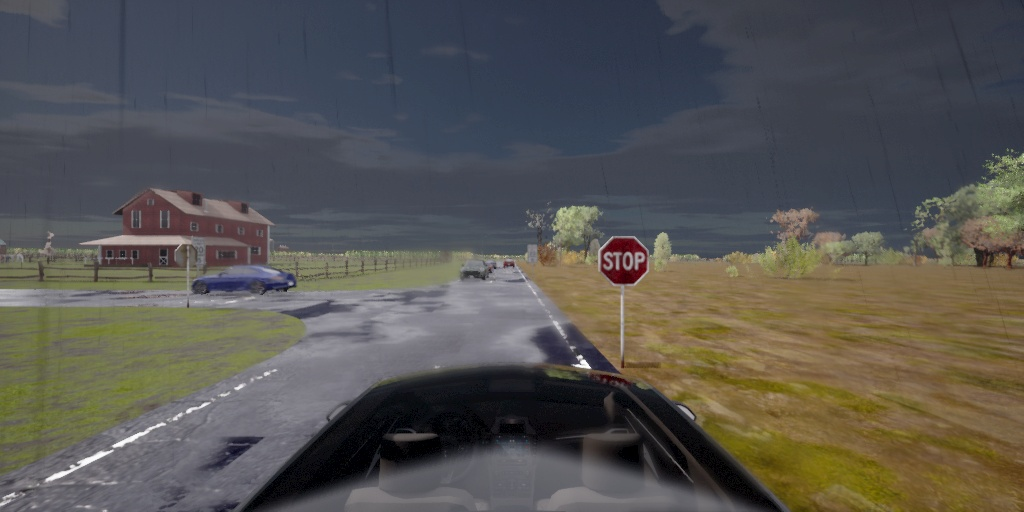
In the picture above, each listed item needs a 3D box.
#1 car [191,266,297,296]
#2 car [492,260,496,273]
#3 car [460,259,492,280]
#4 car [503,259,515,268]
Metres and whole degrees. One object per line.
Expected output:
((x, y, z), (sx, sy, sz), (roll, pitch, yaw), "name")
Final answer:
((-13.335, 1.200, 17.986), (4.674, 1.442, 1.812), (0, -1, 3), "car")
((-3.178, 1.352, 40.892), (1.895, 1.301, 4.718), (0, 0, -1), "car")
((-3.143, 1.102, 30.789), (2.097, 1.767, 4.553), (0, 0, 1), "car")
((-0.511, 1.233, 62.085), (1.882, 1.535, 5.008), (0, 0, 0), "car")
